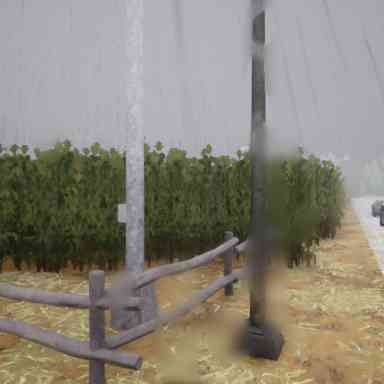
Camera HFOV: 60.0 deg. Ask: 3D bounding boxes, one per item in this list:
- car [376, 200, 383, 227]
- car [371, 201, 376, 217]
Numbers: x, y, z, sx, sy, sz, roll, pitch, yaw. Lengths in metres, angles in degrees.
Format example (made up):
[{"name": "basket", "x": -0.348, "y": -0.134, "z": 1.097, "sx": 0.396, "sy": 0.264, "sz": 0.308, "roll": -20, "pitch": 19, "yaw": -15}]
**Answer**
[{"name": "car", "x": 12.575, "y": 1.222, "z": 19.785, "sx": 2.150, "sy": 2.045, "sz": 5.566, "roll": 0, "pitch": 0, "yaw": 25}, {"name": "car", "x": 17.531, "y": 1.502, "z": 30.378, "sx": 1.837, "sy": 1.490, "sz": 4.892, "roll": 0, "pitch": 1, "yaw": 25}]
